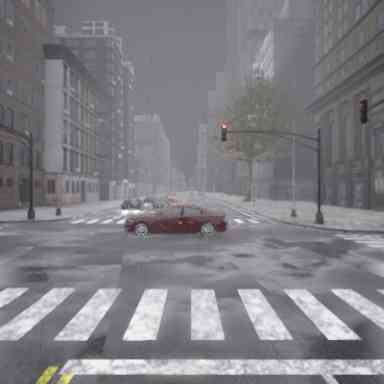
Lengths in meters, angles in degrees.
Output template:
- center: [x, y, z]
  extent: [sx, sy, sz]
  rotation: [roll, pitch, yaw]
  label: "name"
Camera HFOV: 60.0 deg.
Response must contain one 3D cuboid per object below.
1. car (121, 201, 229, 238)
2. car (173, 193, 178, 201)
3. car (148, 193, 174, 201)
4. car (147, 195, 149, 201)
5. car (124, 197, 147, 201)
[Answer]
- center: [-0.729, 1.358, 16.269]
  extent: [5.008, 1.535, 1.882]
  rotation: [0, 0, 0]
  label: "car"
- center: [-3.287, 0.942, 52.921]
  extent: [2.097, 1.767, 4.553]
  rotation: [0, 0, 0]
  label: "car"
- center: [-3.317, 1.216, 36.754]
  extent: [1.837, 1.490, 4.892]
  rotation: [0, 1, 0]
  label: "car"
- center: [-6.529, 1.128, 54.132]
  extent: [2.033, 1.411, 5.357]
  rotation: [0, 0, 0]
  label: "car"
- center: [-6.566, 1.274, 36.905]
  extent: [1.994, 1.385, 4.181]
  rotation: [0, 0, 0]
  label: "car"
